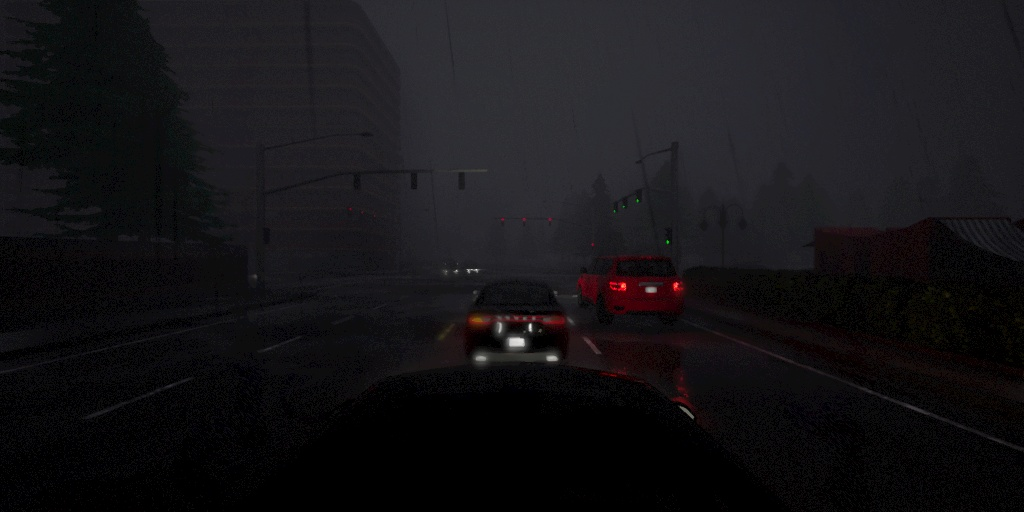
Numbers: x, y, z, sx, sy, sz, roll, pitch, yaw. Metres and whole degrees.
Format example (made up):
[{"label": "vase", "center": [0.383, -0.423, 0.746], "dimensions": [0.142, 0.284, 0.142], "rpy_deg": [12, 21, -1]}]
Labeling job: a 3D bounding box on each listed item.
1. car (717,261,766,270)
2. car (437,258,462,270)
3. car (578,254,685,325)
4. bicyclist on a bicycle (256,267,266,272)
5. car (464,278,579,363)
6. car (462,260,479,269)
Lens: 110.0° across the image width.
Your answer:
[{"label": "car", "center": [22.116, 1.275, 35.304], "dimensions": [5.008, 1.535, 1.882], "rpy_deg": [0, 0, 1]}, {"label": "car", "center": [-9.216, 1.090, 52.532], "dimensions": [2.097, 1.767, 4.553], "rpy_deg": [0, 0, -21]}, {"label": "car", "center": [3.642, 0.970, 11.999], "dimensions": [2.150, 2.045, 5.566], "rpy_deg": [0, 0, 1]}, {"label": "bicyclist on a bicycle", "center": [-28.508, 1.098, 40.729], "dimensions": [0.582, 1.620, 1.656], "rpy_deg": [0, 0, 1]}, {"label": "car", "center": [0.098, 1.226, 8.186], "dimensions": [1.882, 1.535, 5.008], "rpy_deg": [0, 0, 0]}, {"label": "car", "center": [-6.453, 1.301, 55.122], "dimensions": [1.994, 1.385, 4.181], "rpy_deg": [0, 0, -23]}]
